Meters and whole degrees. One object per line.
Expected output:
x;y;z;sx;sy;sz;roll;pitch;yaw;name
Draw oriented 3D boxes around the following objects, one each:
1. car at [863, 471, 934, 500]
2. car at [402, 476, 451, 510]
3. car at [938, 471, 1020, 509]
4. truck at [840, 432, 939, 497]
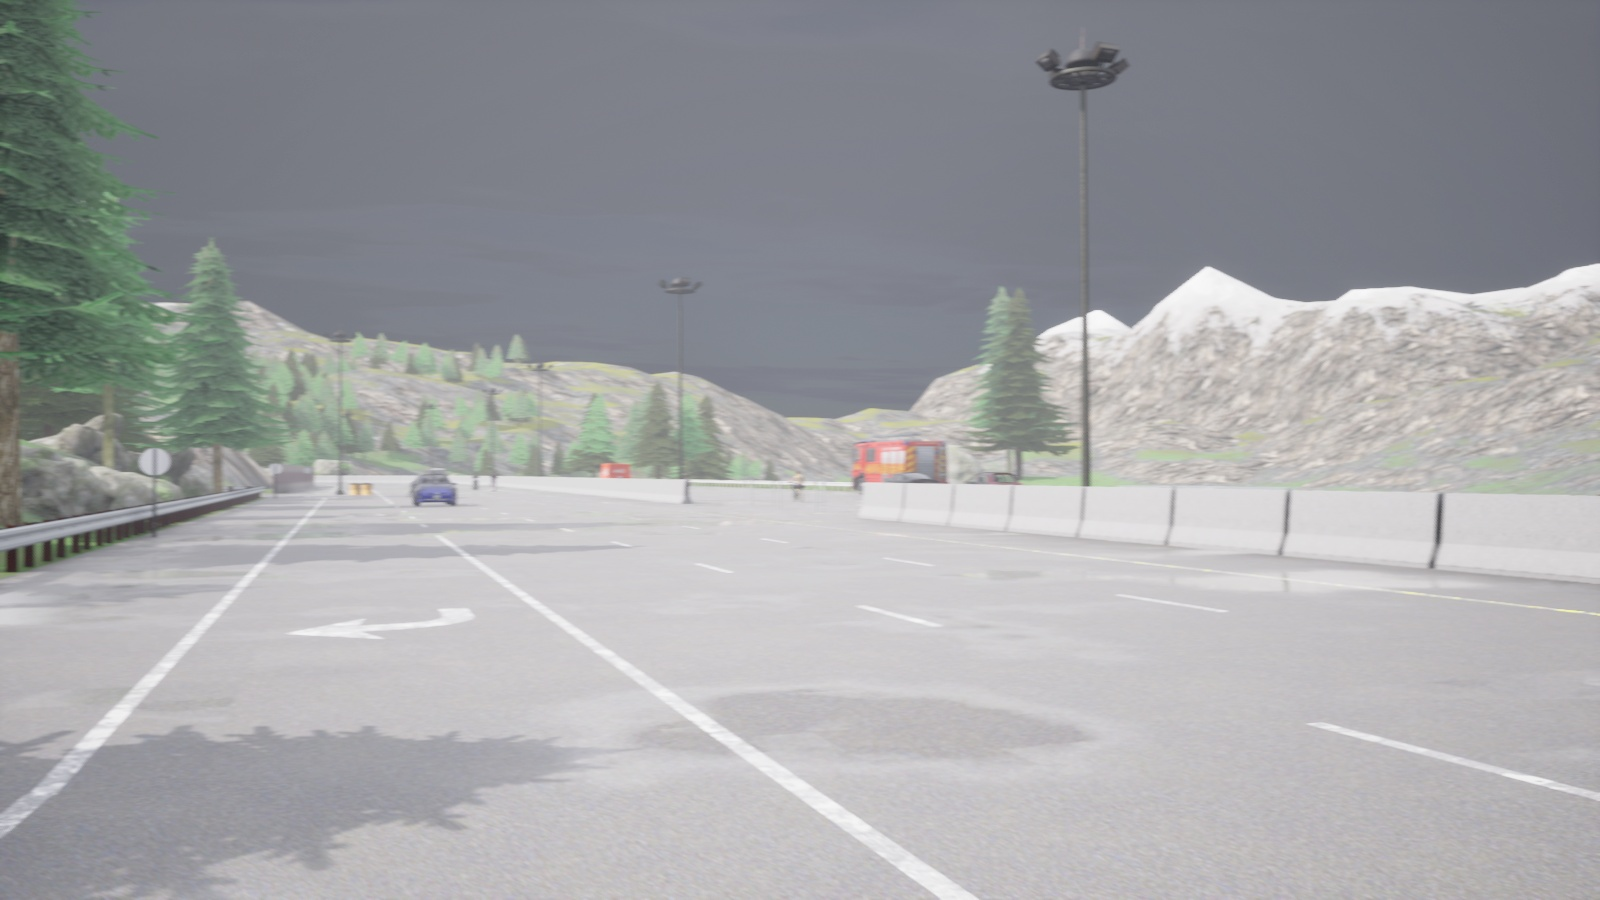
5.285;1.904;68.031;1.882;1.535;5.008;0;-1;-20;car
-17.952;2.018;60.236;2.007;1.525;4.514;0;-1;-20;car
7.372;1.642;52.144;1.845;1.501;3.633;0;-1;-20;car
5.414;0.930;77.838;2.891;3.827;8.468;0;-1;-20;truck
